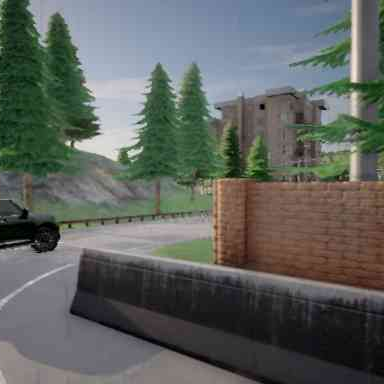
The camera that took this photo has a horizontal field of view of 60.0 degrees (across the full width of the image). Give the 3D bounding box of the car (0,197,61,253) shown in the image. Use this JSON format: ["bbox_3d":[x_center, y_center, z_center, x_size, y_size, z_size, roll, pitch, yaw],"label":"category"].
[{"bbox_3d":[-6.694,1.131,10.416,2.150,2.045,5.566,-2,0,19],"label":"car"}]
